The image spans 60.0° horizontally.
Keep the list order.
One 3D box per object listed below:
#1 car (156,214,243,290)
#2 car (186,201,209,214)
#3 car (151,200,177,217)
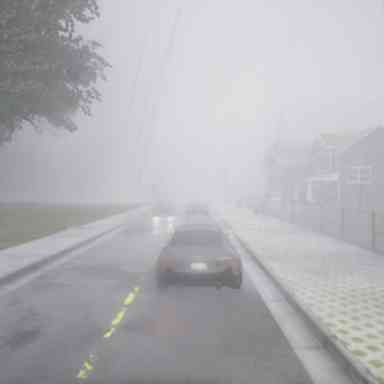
[{"bbox_3d":[0.194,1.521,9.017,1.994,1.385,4.181,0,0,1],"label":"car"},{"bbox_3d":[0.490,1.471,28.971,1.895,1.301,4.718,0,0,1],"label":"car"},{"bbox_3d":[-2.434,1.430,29.858,1.994,1.385,4.181,0,0,1],"label":"car"}]
